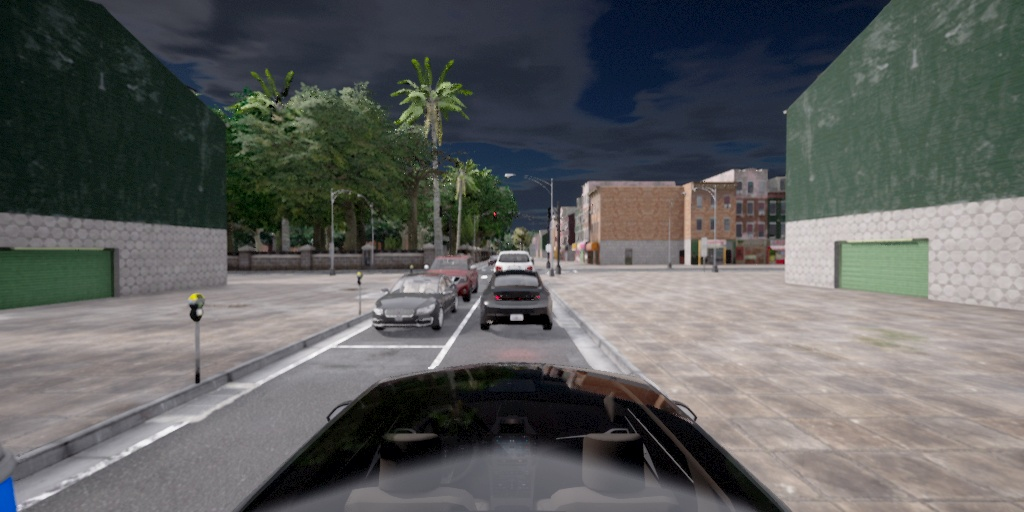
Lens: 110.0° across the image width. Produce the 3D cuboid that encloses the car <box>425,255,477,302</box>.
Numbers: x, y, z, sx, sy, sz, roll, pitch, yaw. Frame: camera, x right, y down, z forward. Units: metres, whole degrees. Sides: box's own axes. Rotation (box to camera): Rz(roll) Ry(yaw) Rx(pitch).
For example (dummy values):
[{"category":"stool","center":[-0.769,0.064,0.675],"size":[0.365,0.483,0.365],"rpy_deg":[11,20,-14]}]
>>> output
[{"category":"car","center":[-2.625,0.898,15.991],"size":[2.192,1.841,5.009],"rpy_deg":[0,0,0]}]

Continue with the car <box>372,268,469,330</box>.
[{"category":"car","center":[-2.630,1.196,10.528],"size":[2.007,1.370,4.403],"rpy_deg":[0,0,0]}]

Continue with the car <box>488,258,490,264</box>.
[{"category":"car","center":[-2.590,0.671,54.136],"size":[1.967,1.591,4.097],"rpy_deg":[0,0,0]}]

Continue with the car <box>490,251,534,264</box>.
[{"category":"car","center":[0.116,0.754,20.736],"size":[2.150,2.045,5.566],"rpy_deg":[0,1,0]}]

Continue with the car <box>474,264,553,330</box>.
[{"category":"car","center":[0.107,1.148,10.647],"size":[1.837,1.490,4.892],"rpy_deg":[0,0,0]}]
